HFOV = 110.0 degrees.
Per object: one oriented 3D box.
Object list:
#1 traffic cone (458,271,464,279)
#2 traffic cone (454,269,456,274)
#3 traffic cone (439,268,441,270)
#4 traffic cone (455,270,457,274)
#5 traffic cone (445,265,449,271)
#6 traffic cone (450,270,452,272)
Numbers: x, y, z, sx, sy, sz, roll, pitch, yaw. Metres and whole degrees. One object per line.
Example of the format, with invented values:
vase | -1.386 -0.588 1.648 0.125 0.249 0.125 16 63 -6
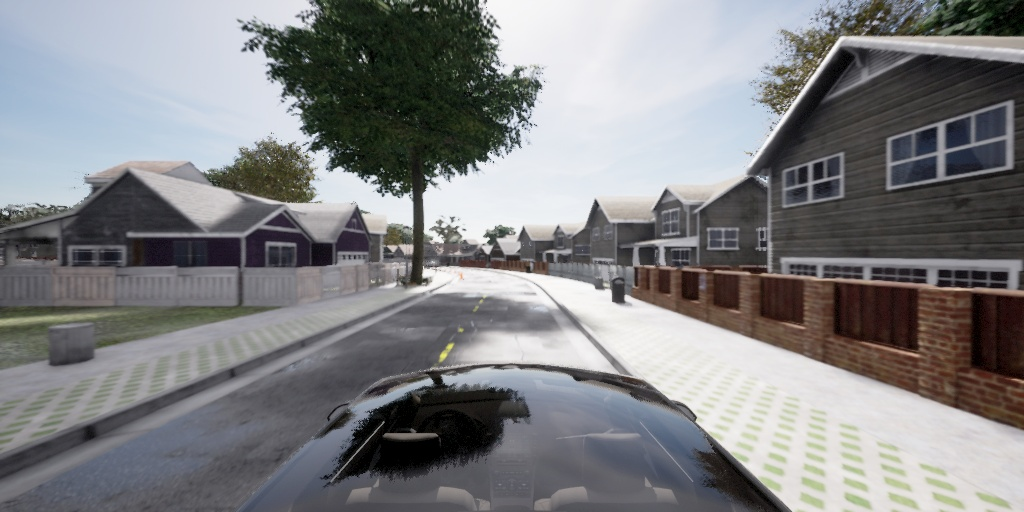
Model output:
traffic cone | -4.725 1.905 34.027 0.340 0.580 0.340 0 0 -7
traffic cone | -7.622 2.067 48.379 0.340 0.580 0.340 0 0 -15
traffic cone | -12.495 2.163 62.185 0.340 0.580 0.340 0 0 -23
traffic cone | -6.433 2.018 43.643 0.340 0.580 0.340 0 0 -13
traffic cone | -10.655 2.140 57.661 0.340 0.580 0.340 0 0 -21
traffic cone | -9.030 2.107 53.056 0.340 0.580 0.340 0 0 -18
